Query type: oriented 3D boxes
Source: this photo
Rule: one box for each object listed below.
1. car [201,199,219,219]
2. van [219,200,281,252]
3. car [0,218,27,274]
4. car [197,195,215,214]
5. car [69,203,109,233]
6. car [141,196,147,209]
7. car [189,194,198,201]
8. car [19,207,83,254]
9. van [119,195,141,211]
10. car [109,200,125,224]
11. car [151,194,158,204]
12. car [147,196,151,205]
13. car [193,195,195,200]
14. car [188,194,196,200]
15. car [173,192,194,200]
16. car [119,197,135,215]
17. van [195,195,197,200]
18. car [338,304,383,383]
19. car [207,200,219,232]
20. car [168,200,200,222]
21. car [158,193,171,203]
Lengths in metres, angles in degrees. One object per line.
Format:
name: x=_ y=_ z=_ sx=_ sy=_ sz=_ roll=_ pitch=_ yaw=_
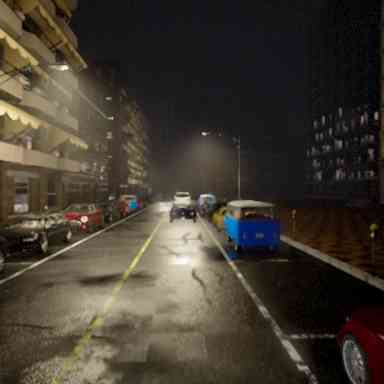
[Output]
car: x=1.933 y=1.454 z=24.446 sx=1.947 sy=1.339 sz=4.313 roll=-1 pitch=0 yaw=-2
van: x=2.288 y=1.272 z=13.398 sx=1.690 sy=1.788 sz=3.998 roll=-1 pitch=0 yaw=-2
car: x=-5.907 y=1.546 z=7.605 sx=2.008 sy=1.369 sz=4.403 roll=-1 pitch=0 yaw=-2
car: x=1.753 y=1.308 z=29.969 sx=1.967 sy=1.590 sz=4.097 roll=-1 pitch=0 yaw=-2
car: x=-6.265 y=1.391 z=18.651 sx=1.967 sy=1.590 sz=4.097 roll=-1 pitch=0 yaw=-2
car: x=-6.977 y=1.455 z=40.747 sx=1.802 sy=1.307 sz=4.206 roll=-1 pitch=0 yaw=-2
car: x=0.328 y=1.275 z=74.160 sx=1.887 sy=1.381 sz=4.507 roll=-1 pitch=0 yaw=-2
car: x=-6.086 y=1.523 z=13.129 sx=2.008 sy=1.369 sz=4.403 roll=-1 pitch=0 yaw=-2
van: x=-6.802 y=1.232 z=35.223 sx=1.690 sy=1.788 sz=3.998 roll=-1 pitch=0 yaw=-2
car: x=-6.442 y=1.496 z=24.176 sx=1.947 sy=1.339 sz=4.313 roll=-1 pitch=0 yaw=-2
car: x=-7.512 y=1.385 z=57.318 sx=1.947 sy=1.339 sz=4.313 roll=-1 pitch=0 yaw=-2
car: x=-7.156 y=1.436 z=46.270 sx=1.802 sy=1.307 sz=4.206 roll=-1 pitch=0 yaw=-2
car: x=1.392 y=1.355 z=41.187 sx=1.752 sy=1.417 sz=4.829 roll=-1 pitch=0 yaw=-2
car: x=-0.029 y=1.247 z=85.206 sx=1.887 sy=1.381 sz=4.507 roll=-1 pitch=0 yaw=-2
car: x=-1.228 y=1.064 z=42.142 sx=2.150 sy=2.045 sz=5.566 roll=0 pitch=1 yaw=-2
car: x=-6.621 y=1.455 z=29.700 sx=1.887 sy=1.381 sz=4.507 roll=-1 pitch=0 yaw=-2
van: x=1.574 y=1.190 z=35.494 sx=1.690 sy=1.788 sz=3.998 roll=-1 pitch=0 yaw=-2
car: x=2.646 y=1.558 z=2.351 sx=1.802 sy=1.307 sz=4.206 roll=-1 pitch=0 yaw=-2
car: x=2.106 y=1.434 z=19.091 sx=1.752 sy=1.417 sz=4.829 roll=-1 pitch=0 yaw=-2
car: x=-0.668 y=1.500 z=24.808 sx=1.895 sy=1.301 sz=4.718 roll=0 pitch=0 yaw=-2
car: x=-4.996 y=1.296 z=62.915 sx=1.837 sy=1.490 sz=4.892 roll=0 pitch=0 yaw=-2
